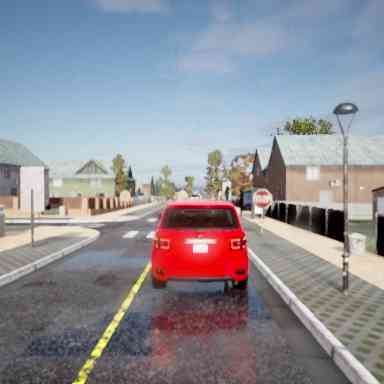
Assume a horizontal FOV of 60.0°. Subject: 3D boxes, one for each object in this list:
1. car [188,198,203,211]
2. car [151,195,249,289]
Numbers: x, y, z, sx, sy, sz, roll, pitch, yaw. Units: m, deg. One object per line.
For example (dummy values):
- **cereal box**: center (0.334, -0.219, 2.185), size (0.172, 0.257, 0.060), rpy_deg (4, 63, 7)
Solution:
- **car**: center (0.433, 1.547, 42.118), size (1.812, 1.442, 4.674), rpy_deg (0, 0, 0)
- **car**: center (0.183, 1.208, 9.256), size (2.150, 2.045, 5.566), rpy_deg (0, 0, 0)
